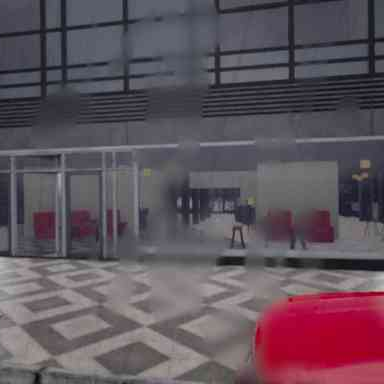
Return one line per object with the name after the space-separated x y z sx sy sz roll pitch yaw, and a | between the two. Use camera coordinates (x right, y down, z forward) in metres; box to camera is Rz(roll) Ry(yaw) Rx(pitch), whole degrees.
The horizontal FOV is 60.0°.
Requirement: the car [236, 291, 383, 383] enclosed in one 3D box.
3.014 1.223 1.880 5.566 2.045 2.150 0 0 10 | car
